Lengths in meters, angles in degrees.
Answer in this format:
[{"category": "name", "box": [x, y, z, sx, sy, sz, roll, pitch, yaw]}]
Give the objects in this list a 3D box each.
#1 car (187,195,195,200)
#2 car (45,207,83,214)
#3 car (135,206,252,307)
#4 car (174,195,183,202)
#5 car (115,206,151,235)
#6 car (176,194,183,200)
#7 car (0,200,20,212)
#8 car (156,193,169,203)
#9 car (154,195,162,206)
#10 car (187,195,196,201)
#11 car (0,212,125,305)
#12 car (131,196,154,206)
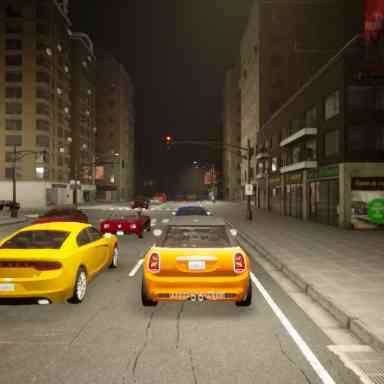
[{"category": "car", "box": [-0.182, 1.483, 90.800, 2.033, 1.411, 5.357, 0, 0, 0]}, {"category": "car", "box": [-6.636, 1.528, 17.061, 1.812, 1.442, 4.674, 0, 0, 0]}, {"category": "car", "box": [0.084, 1.353, 8.164, 2.097, 1.767, 4.553, 0, 0, 0]}, {"category": "car", "box": [-3.410, 1.543, 80.372, 1.837, 1.490, 4.892, 0, 0, 0]}, {"category": "car", "box": [-3.284, 1.603, 17.430, 1.895, 1.301, 4.718, 0, 0, 0]}, {"category": "car", "box": [-3.432, 1.421, 90.794, 1.882, 1.535, 5.008, 0, 0, 0]}, {"category": "car", "box": [-22.226, 1.596, 38.513, 4.313, 1.339, 1.947, 0, 0, 0]}, {"category": "car", "box": [-6.638, 1.259, 68.953, 2.150, 2.045, 5.566, 0, 0, 0]}, {"category": "car", "box": [-6.699, 1.625, 56.782, 1.895, 1.301, 4.718, 0, 0, 0]}, {"category": "car", "box": [-0.161, 1.399, 80.765, 2.097, 1.767, 4.553, 0, 0, 0]}, {"category": "car", "box": [-3.165, 1.478, 8.173, 1.882, 1.535, 5.008, 0, 0, 0]}, {"category": "car", "box": [-6.687, 1.366, 43.651, 2.097, 1.767, 4.553, 0, 0, 0]}]
